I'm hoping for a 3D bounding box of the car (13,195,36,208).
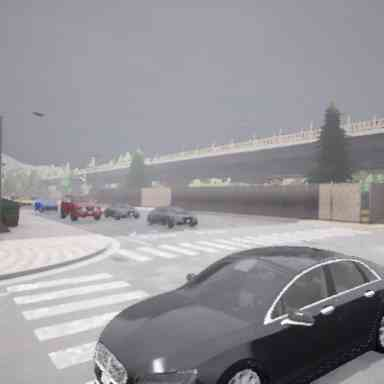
[{"bbox_3d":[-25.310,1.558,50.444,1.882,1.535,5.008,1,-1,-35],"label":"car"}]

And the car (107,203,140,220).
[{"bbox_3d":[-6.248,1.662,29.516,1.994,1.385,4.181,1,0,-35],"label":"car"}]

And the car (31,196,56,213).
[{"bbox_3d":[-16.834,1.547,38.384,1.882,1.535,5.008,1,-1,-35],"label":"car"}]

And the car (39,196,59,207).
[{"bbox_3d":[-22.769,1.471,52.920,2.097,1.767,4.553,1,0,-35],"label":"car"}]

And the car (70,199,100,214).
[{"bbox_3d":[-12.302,1.613,38.040,1.837,1.490,4.892,1,-1,-35],"label":"car"}]

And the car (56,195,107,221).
[{"bbox_3d":[-9.427,1.281,27.945,2.150,2.045,5.566,1,-1,-35],"label":"car"}]

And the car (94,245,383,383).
[{"bbox_3d":[1.139,1.599,4.657,4.892,1.490,1.837,0,0,-35],"label":"car"}]

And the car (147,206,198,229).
[{"bbox_3d":[-1.399,1.656,22.676,1.994,1.385,4.181,1,0,-35],"label":"car"}]
